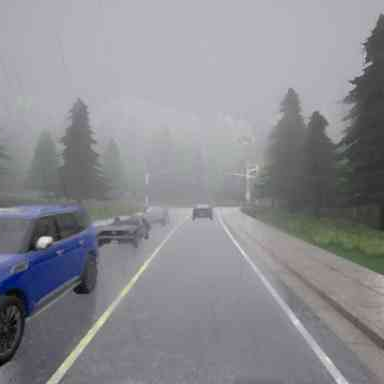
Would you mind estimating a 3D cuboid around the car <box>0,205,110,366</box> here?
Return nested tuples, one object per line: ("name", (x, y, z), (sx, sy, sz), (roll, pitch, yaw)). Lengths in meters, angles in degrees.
("car", (-3.471, 1.301, 6.274), (2.150, 2.045, 5.566), (0, -1, 2))

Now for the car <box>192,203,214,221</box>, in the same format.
("car", (1.077, 1.898, 32.312), (1.882, 1.535, 5.008), (0, -1, 4))

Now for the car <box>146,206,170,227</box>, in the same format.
("car", (-2.836, 1.864, 26.313), (1.812, 1.442, 4.674), (0, -1, 3))

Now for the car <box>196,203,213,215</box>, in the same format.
("car", (1.671, 2.121, 42.777), (1.994, 1.385, 4.181), (0, -1, 4))

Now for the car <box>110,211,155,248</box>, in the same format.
("car", (-3.209, 1.807, 16.153), (1.895, 1.301, 4.718), (0, -1, 1))
